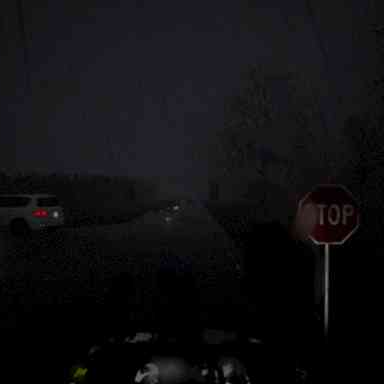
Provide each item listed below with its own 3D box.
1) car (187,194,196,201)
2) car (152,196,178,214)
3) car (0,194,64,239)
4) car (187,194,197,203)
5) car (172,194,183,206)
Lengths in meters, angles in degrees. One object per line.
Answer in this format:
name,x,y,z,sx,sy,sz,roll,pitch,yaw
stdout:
car,-0.037,1.130,70.761,1.882,1.535,5.008,0,0,0
car,-2.866,1.446,34.004,2.033,1.411,5.357,0,0,0
car,-9.179,1.117,16.575,5.566,2.045,2.150,1,0,13
car,0.016,1.389,60.635,1.895,1.301,4.718,0,0,1
car,-2.862,1.398,50.080,1.994,1.385,4.181,0,0,0
